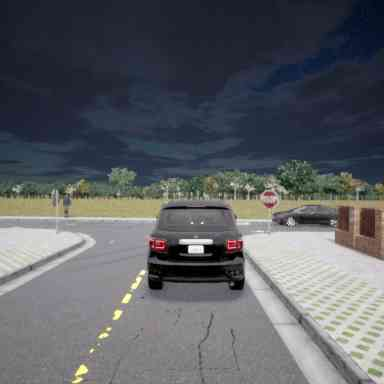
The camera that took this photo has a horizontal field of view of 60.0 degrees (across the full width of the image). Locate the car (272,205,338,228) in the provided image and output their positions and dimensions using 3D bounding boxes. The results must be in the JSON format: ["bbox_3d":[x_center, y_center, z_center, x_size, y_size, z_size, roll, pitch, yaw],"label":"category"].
[{"bbox_3d":[7.988,1.635,22.874,4.892,1.490,1.837,1,0,0],"label":"car"}]

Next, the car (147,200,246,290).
[{"bbox_3d":[0.123,1.223,9.230,2.150,2.045,5.566,0,0,1],"label":"car"}]

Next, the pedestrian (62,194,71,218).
[{"bbox_3d":[-9.696,1.069,25.675,0.375,1.860,0.375,0,-1,0],"label":"pedestrian"}]
